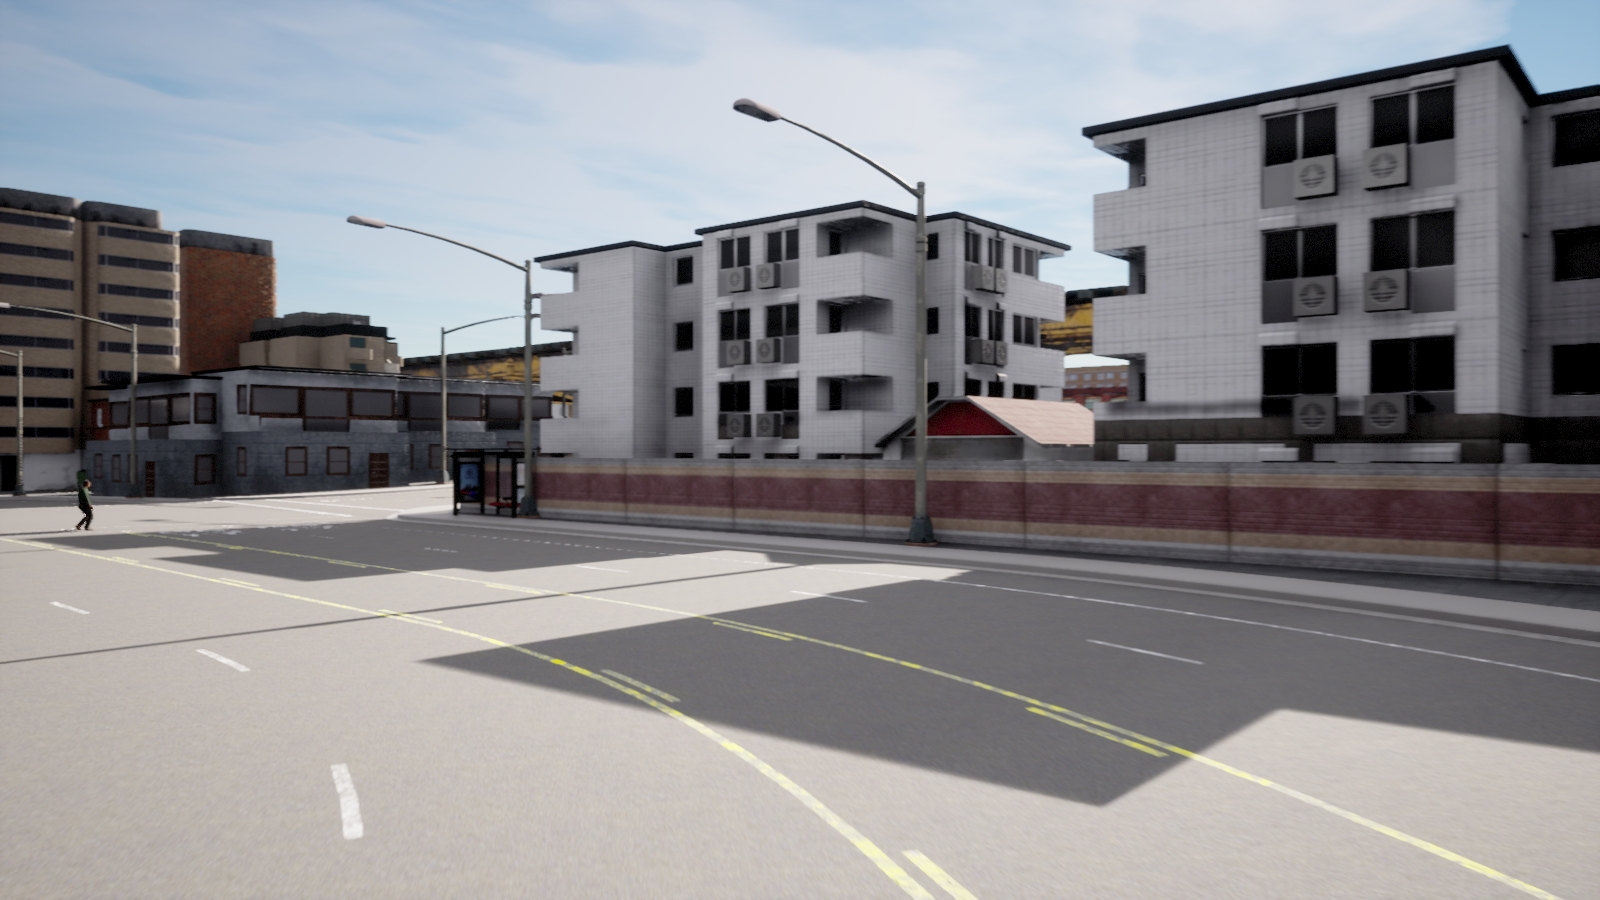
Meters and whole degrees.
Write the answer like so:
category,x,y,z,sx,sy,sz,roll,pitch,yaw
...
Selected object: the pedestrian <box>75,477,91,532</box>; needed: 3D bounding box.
category,x,y,z,sx,sy,sz,roll,pitch,yaw
pedestrian,-24.615,1.869,39.245,0.375,1.860,0.375,0,0,41
